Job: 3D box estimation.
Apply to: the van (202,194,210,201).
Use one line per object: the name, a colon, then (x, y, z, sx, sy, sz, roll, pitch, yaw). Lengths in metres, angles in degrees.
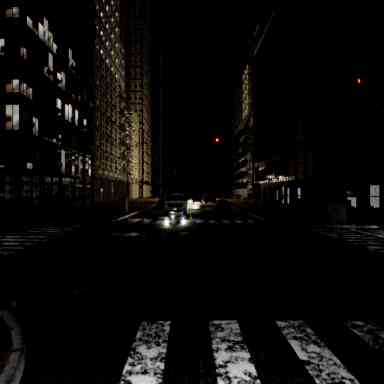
van: (3.463, 1.321, 80.506, 1.690, 1.788, 3.998, 0, 0, 0)

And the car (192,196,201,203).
car: (1.035, 1.515, 70.756, 1.812, 1.442, 4.674, 0, 0, 0)

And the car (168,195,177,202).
car: (-4.377, 1.426, 74.921, 1.967, 1.590, 4.097, 0, 0, 0)

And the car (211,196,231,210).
car: (3.797, 1.579, 41.815, 1.947, 1.339, 4.313, 0, 0, 0)

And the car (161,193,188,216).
car: (-1.603, 1.239, 33.641, 2.150, 2.045, 5.566, 0, 0, 0)

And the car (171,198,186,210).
car: (-1.675, 1.538, 43.576, 1.812, 1.442, 4.674, 0, 0, 0)

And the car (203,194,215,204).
car: (3.585, 1.313, 63.923, 2.192, 1.841, 5.009, 0, 0, 0)

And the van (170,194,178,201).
van: (-4.417, 1.321, 80.448, 1.690, 1.788, 3.998, 0, 0, 0)

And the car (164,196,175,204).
car: (-4.295, 1.563, 63.866, 1.947, 1.339, 4.313, 0, 0, 0)

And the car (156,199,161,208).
car: (-4.173, 1.592, 47.283, 1.802, 1.307, 4.206, 0, 0, 0)

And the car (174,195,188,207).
car: (-1.739, 1.359, 53.493, 2.097, 1.767, 4.553, 0, 0, -1)
